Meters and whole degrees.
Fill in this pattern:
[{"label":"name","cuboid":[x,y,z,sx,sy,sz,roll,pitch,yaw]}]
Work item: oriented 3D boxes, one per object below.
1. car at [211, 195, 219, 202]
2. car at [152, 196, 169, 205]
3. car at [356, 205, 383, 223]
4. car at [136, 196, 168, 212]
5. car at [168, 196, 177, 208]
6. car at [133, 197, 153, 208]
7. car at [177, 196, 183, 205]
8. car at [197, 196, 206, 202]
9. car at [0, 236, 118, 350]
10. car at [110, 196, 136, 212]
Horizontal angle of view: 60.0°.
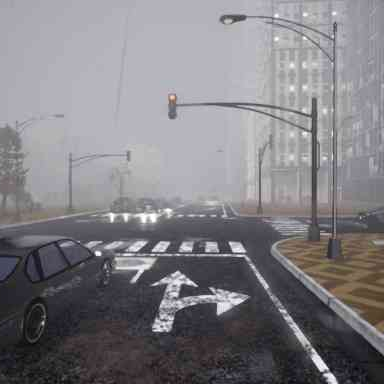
[{"label":"car","cuboid":[5.407,1.485,78.826,1.882,1.535,5.008,0,0,5]},{"label":"car","cuboid":[-5.802,1.542,61.996,2.033,1.411,5.357,0,0,5]},{"label":"car","cuboid":[14.408,1.388,22.961,5.357,1.411,2.033,0,0,5]},{"label":"car","cuboid":[-4.510,1.483,38.186,2.128,1.511,4.902,0,0,4]},{"label":"car","cuboid":[-3.771,1.592,47.377,1.895,1.301,4.718,0,0,5]},{"label":"car","cuboid":[-6.982,1.468,47.972,1.882,1.535,5.008,0,0,5]},{"label":"car","cuboid":[-2.693,1.473,60.295,1.882,1.535,5.008,0,0,5]},{"label":"car","cuboid":[2.152,1.559,78.907,1.994,1.385,4.181,0,0,5]},{"label":"car","cuboid":[-3.049,1.546,6.262,2.033,1.411,5.357,0,0,5]},{"label":"car","cuboid":[-7.787,1.342,38.107,2.097,1.767,4.553,0,0,5]}]
